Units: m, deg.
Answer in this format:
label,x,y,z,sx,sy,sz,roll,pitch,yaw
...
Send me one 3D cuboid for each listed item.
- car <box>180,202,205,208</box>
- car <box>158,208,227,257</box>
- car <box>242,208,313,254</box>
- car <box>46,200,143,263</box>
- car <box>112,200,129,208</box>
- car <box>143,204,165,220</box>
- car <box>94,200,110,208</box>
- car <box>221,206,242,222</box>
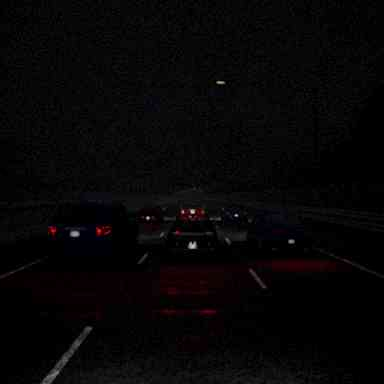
label,x,y,z,sx,sy,sz,roll,pitch,yaw
car,0.058,1.651,28.420,2.097,1.767,4.553,0,-1,0
car,0.036,1.626,13.513,2.128,1.511,4.902,0,0,0
car,3.543,1.618,14.243,1.882,1.535,5.008,0,0,1
car,-3.474,1.349,12.577,2.150,2.045,5.566,0,0,0
car,-13.909,2.295,64.802,2.033,1.411,5.357,0,-1,0
car,-3.443,1.808,28.519,1.837,1.490,4.892,0,0,0
car,-17.410,2.274,64.738,1.812,1.442,4.674,0,-1,0
car,3.561,1.865,28.531,1.994,1.385,4.181,0,-1,0
